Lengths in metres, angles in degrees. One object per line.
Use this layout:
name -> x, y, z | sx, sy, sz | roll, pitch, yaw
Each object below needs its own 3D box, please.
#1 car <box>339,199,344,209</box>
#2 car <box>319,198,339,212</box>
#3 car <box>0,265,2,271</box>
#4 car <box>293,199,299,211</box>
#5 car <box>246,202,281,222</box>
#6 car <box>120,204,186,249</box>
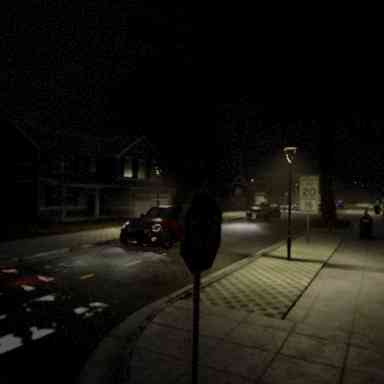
car -> 20.569, 1.648, 47.907 | 1.812, 1.442, 4.674 | 1, 1, 29
car -> 15.809, 1.738, 39.336 | 1.895, 1.301, 4.718 | 1, 1, 30
car -> -6.053, 1.560, 5.569 | 2.033, 1.411, 5.357 | 1, 0, 20
car -> 14.076, 1.599, 42.013 | 1.837, 1.490, 4.892 | 1, 0, 30
car -> 6.037, 1.576, 27.858 | 2.128, 1.511, 4.902 | 1, 0, 30
car -> -1.160, 1.400, 15.078 | 2.097, 1.767, 4.553 | 1, 0, 29
